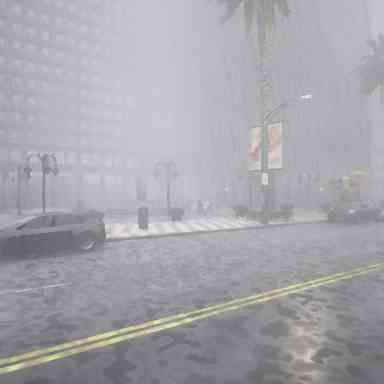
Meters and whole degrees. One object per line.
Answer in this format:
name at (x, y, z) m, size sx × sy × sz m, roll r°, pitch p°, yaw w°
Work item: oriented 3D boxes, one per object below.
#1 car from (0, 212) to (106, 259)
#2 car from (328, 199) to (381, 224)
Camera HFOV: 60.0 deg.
car at (-5.633, 1.513, 12.369) m, size 4.786 × 1.482 × 2.161 m, roll 0°, pitch 0°, yaw -36°
car at (12.264, 1.354, 25.046) m, size 4.553 × 1.767 × 2.185 m, roll 0°, pitch 0°, yaw -36°
